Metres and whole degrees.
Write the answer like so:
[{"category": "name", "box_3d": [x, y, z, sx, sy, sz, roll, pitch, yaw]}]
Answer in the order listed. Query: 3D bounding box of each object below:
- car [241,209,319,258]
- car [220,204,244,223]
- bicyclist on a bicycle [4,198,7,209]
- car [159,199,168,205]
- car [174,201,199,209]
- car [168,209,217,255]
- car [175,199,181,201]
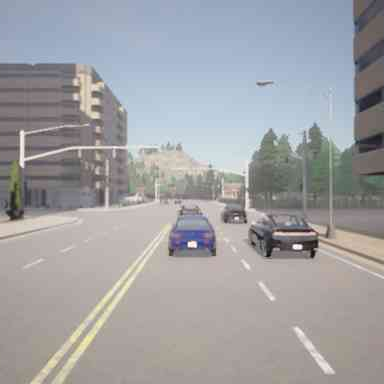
[{"category": "car", "box_3d": [3.522, 1.639, 13.483, 2.128, 1.511, 4.902, 0, 0, 0]}, {"category": "car", "box_3d": [3.536, 1.811, 28.490, 1.837, 1.490, 4.892, 0, 0, 1]}, {"category": "bicyclist on a bicycle", "box_3d": [-27.979, 1.791, 50.316, 0.582, 1.620, 1.656, 0, 0, 0]}, {"category": "car", "box_3d": [-6.963, 2.409, 82.058, 2.128, 1.511, 4.902, 0, -1, 0]}, {"category": "car", "box_3d": [-0.318, 1.792, 28.428, 2.128, 1.511, 4.902, 0, 0, -8]}, {"category": "car", "box_3d": [0.026, 1.676, 13.880, 1.812, 1.442, 4.674, 0, 0, 0]}, {"category": "car", "box_3d": [-3.464, 2.478, 82.025, 1.895, 1.301, 4.718, 0, -1, 0]}]
